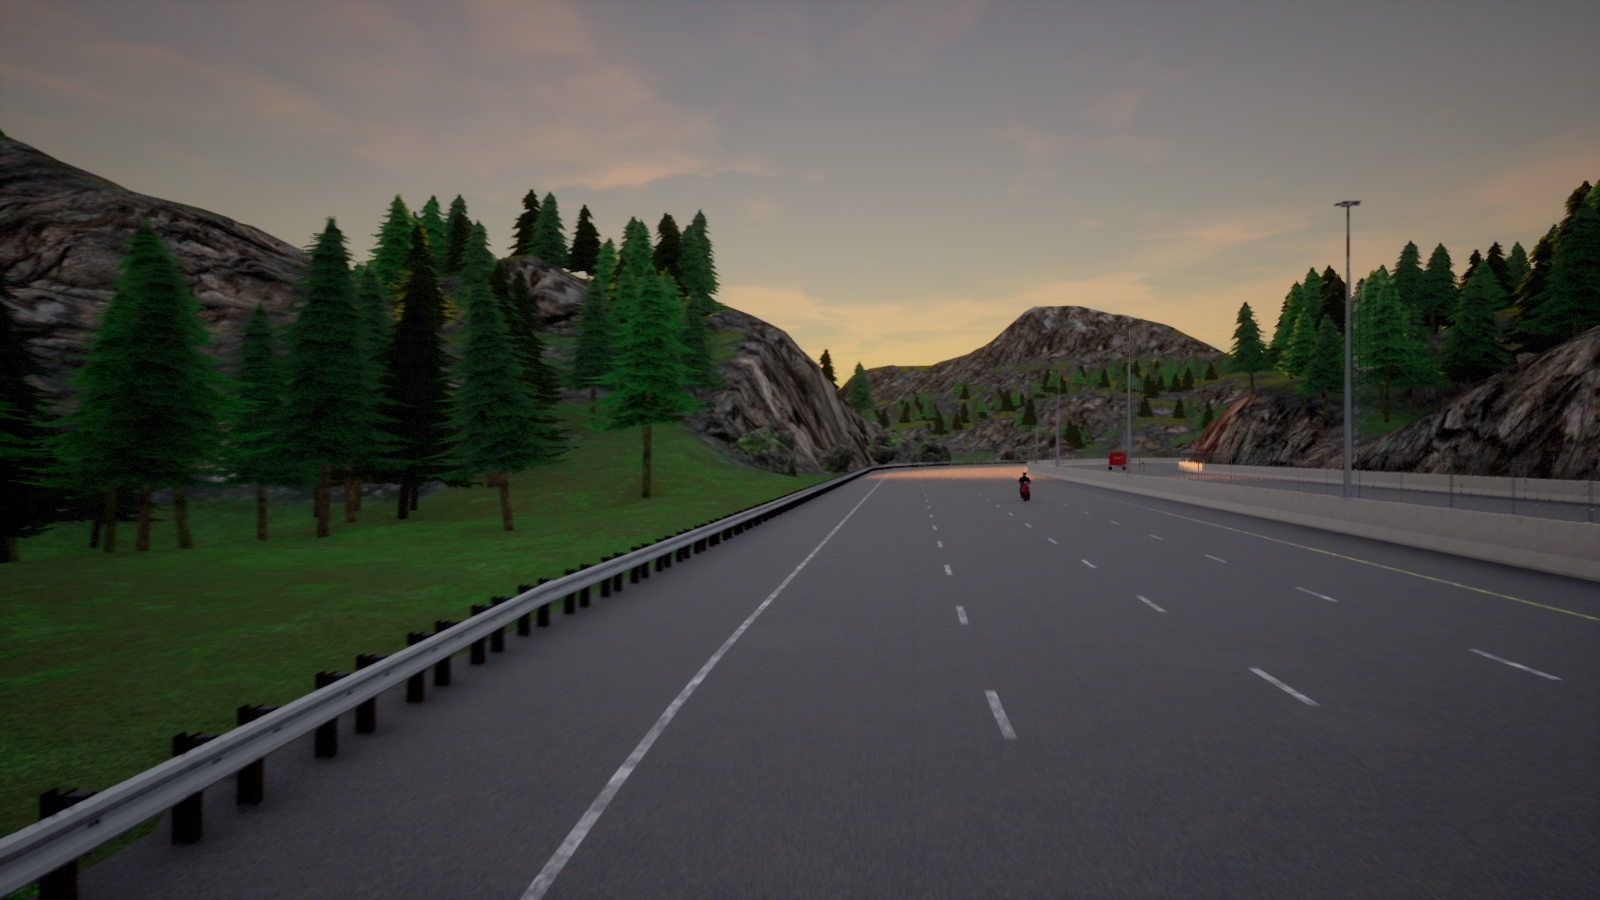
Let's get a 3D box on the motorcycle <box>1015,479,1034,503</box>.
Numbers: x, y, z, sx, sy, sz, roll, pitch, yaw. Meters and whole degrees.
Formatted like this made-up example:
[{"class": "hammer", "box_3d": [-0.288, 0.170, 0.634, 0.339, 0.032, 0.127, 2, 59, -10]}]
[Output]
[{"class": "motorcycle", "box_3d": [12.153, 2.197, 61.815, 0.856, 1.236, 1.805, 0, 0, 6]}]
